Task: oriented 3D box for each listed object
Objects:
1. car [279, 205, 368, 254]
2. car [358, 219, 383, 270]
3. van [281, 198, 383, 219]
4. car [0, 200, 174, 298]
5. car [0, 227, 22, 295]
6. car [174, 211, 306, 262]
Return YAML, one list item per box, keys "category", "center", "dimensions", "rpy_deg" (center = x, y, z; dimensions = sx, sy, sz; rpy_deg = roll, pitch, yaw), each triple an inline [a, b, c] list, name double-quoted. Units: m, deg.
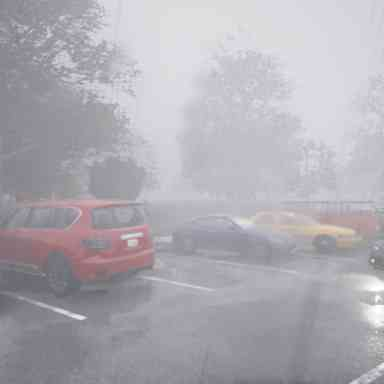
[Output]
- category: "car"
  center: [4.006, 1.489, 13.720]
  dimensions: [5.366, 1.575, 1.946]
  rpy_deg: [-1, -1, 35]
- category: "car"
  center: [6.969, 1.571, 9.613]
  dimensions: [4.181, 1.385, 1.994]
  rpy_deg: [0, 0, -34]
- category: "van"
  center: [6.399, 1.272, 15.444]
  dimensions: [4.442, 1.987, 1.878]
  rpy_deg: [-1, -1, 35]
- category: "car"
  center: [-3.485, 1.235, 8.745]
  dimensions: [5.566, 2.045, 2.435]
  rpy_deg: [-1, -1, 35]
- category: "car"
  center: [-5.879, 1.524, 7.014]
  dimensions: [4.674, 1.452, 2.002]
  rpy_deg: [-1, -1, 34]
- category: "car"
  center: [1.410, 1.531, 12.138]
  dimensions: [4.674, 1.452, 2.002]
  rpy_deg: [-1, -1, 35]
